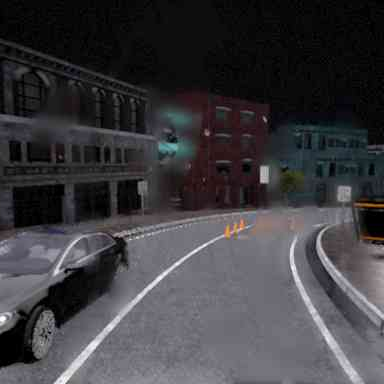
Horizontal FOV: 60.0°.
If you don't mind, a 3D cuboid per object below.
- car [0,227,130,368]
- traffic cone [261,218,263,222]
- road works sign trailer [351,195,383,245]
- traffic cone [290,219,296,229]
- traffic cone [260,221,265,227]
[{"bbox_3d":[-2.630,1.471,6.015,2.128,1.511,4.902,0,0,9],"label":"car"},{"bbox_3d":[4.691,2.007,22.247,0.340,0.580,0.340,2,1,19],"label":"traffic cone"},{"bbox_3d":[7.094,1.190,10.472,3.560,2.380,2.880,2,45,37],"label":"road works sign trailer"},{"bbox_3d":[6.578,2.082,21.609,0.340,0.580,0.340,2,0,19],"label":"traffic cone"},{"bbox_3d":[4.014,2.121,20.122,0.340,0.340,0.580,2,1,-11],"label":"traffic cone"}]
